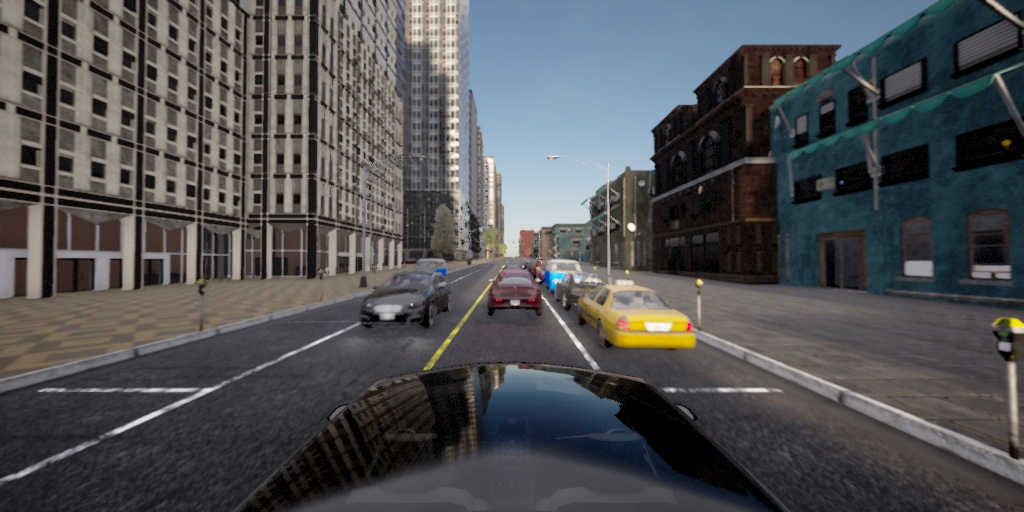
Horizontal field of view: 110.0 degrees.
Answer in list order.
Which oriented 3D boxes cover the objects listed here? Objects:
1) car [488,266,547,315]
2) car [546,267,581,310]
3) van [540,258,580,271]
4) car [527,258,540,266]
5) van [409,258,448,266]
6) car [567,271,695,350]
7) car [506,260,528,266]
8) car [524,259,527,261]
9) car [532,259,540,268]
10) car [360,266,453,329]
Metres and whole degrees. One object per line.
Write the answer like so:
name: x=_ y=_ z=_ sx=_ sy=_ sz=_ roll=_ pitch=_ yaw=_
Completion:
car: x=0.100 y=1.272 z=13.402 sx=1.812 sy=1.442 sz=4.674 roll=0 pitch=0 yaw=0
car: x=2.691 y=1.296 z=14.247 sx=2.007 sy=1.370 sz=4.403 roll=0 pitch=0 yaw=0
van: x=2.691 y=1.084 z=19.725 sx=1.690 sy=1.789 sz=3.998 roll=0 pitch=0 yaw=0
car: x=2.691 y=1.052 z=30.681 sx=2.192 sy=1.841 sz=5.009 roll=0 pitch=0 yaw=0
van: x=-5.690 y=1.081 z=25.199 sx=1.690 sy=1.789 sz=3.998 roll=0 pitch=0 yaw=0
car: x=2.691 y=1.273 z=8.938 sx=1.751 sy=1.417 sz=4.829 roll=0 pitch=0 yaw=0
car: x=0.101 y=1.301 z=30.369 sx=1.994 sy=1.385 sz=4.181 roll=0 pitch=0 yaw=0
car: x=2.692 y=1.295 z=41.635 sx=1.948 sy=1.339 sz=4.313 roll=0 pitch=0 yaw=0
car: x=2.691 y=1.180 z=25.202 sx=1.967 sy=1.591 sz=4.097 roll=0 pitch=0 yaw=0
car: x=-3.101 y=1.238 z=11.370 sx=2.128 sy=1.511 sz=4.902 roll=0 pitch=0 yaw=0
